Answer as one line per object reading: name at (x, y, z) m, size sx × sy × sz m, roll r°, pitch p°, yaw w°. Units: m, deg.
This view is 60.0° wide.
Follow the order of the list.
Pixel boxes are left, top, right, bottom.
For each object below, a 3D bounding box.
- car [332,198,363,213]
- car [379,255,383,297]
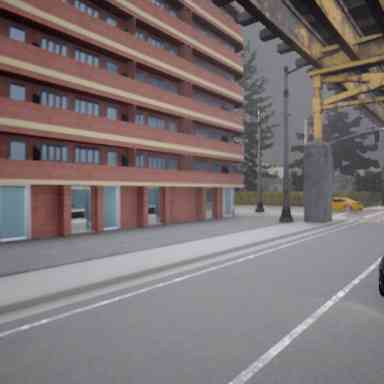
car at (15.188, 1.333, 34.997) m, size 5.008 × 1.535 × 1.882 m, roll 0°, pitch 0°, yaw 41°
car at (5.806, 1.451, 7.798) m, size 1.882 × 1.535 × 5.008 m, roll 0°, pitch 1°, yaw 39°
